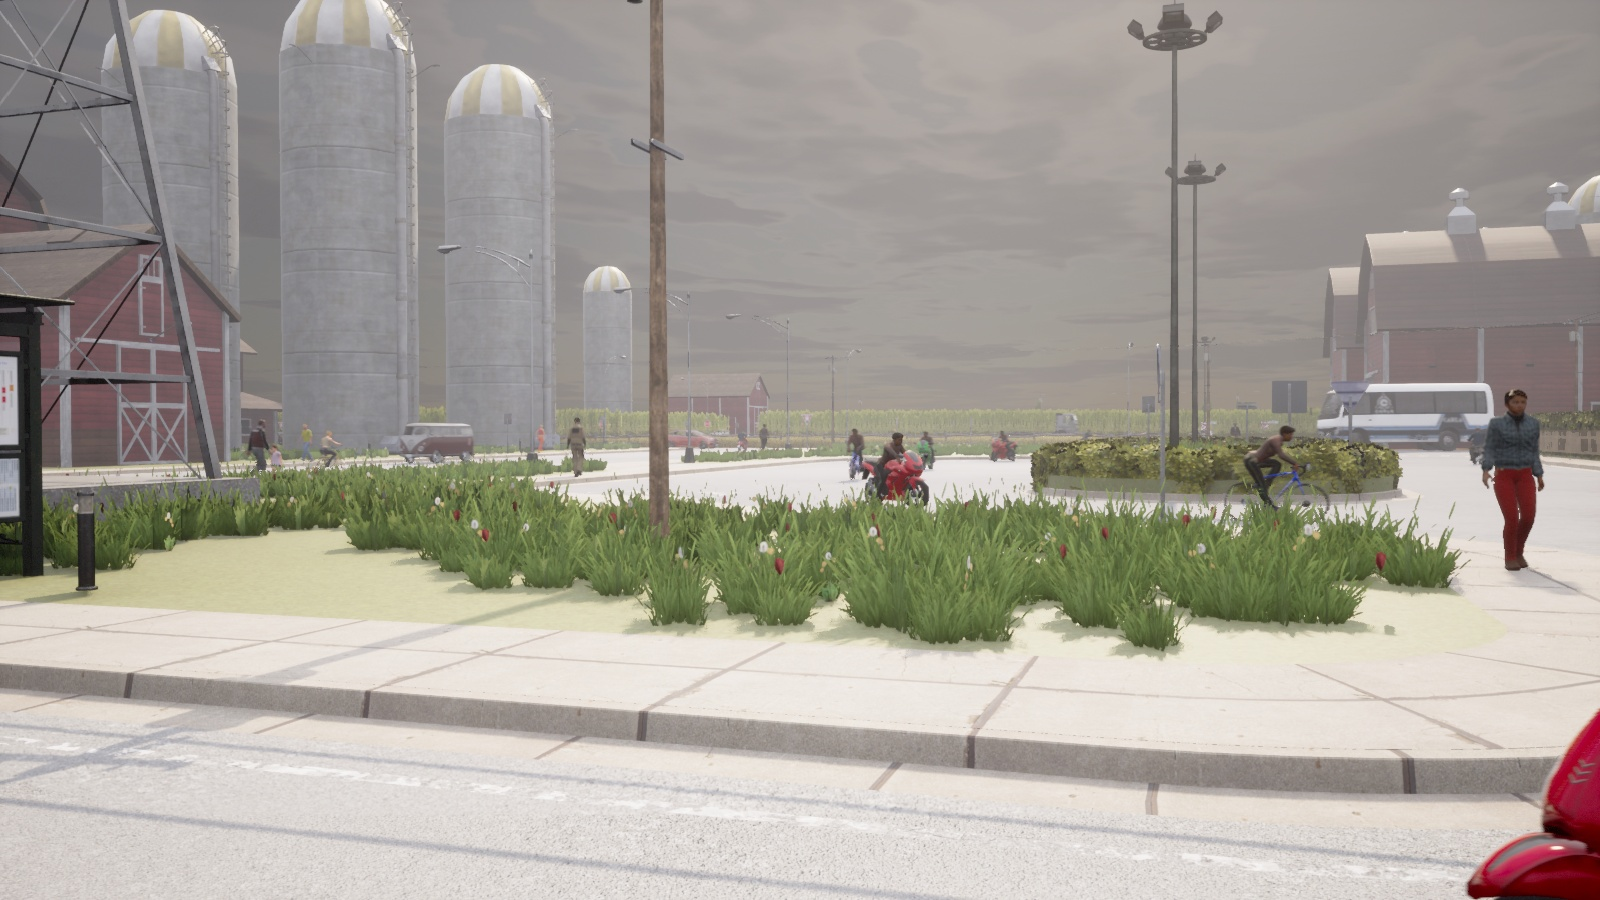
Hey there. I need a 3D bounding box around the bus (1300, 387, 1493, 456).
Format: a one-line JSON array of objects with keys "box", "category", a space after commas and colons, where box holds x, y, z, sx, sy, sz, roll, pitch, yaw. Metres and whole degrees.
[{"box": [37.469, -1.757, 79.138, 10.273, 4.253, 3.944, 0, -1, -1], "category": "bus"}]

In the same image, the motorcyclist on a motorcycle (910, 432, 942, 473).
[{"box": [4.788, 0.062, 47.773, 0.797, 1.523, 2.044, 0, 1, 18], "category": "motorcyclist on a motorcycle"}]

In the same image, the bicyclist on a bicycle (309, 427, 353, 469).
[{"box": [-18.327, -0.092, 49.138, 0.866, 1.612, 1.509, 1, 1, 18], "category": "bicyclist on a bicycle"}]

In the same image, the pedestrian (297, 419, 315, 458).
[{"box": [-23.114, -0.546, 58.783, 0.354, 1.836, 0.706, 1, 1, 32], "category": "pedestrian"}]

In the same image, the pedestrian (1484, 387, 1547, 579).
[{"box": [7.030, 0.310, 12.356, 0.353, 1.847, 0.614, 0, 1, 12], "category": "pedestrian"}]

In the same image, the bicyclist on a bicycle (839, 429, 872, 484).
[{"box": [1.687, 0.174, 38.229, 0.582, 1.620, 1.656, 1, 1, 18], "category": "bicyclist on a bicycle"}]

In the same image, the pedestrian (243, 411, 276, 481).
[{"box": [-14.378, -0.107, 33.410, 0.376, 1.854, 0.720, 1, 1, 38], "category": "pedestrian"}]

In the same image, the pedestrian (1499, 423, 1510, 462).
[{"box": [34.369, -0.370, 61.271, 0.353, 1.847, 0.614, 1, 1, 18], "category": "pedestrian"}]

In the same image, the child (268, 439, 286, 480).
[{"box": [-14.410, 0.254, 34.603, 0.255, 1.110, 0.394, 1, 1, 24], "category": "child"}]

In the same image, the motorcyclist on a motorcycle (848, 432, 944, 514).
[{"box": [1.868, 0.421, 24.693, 0.797, 1.523, 2.044, -1, 1, -33], "category": "motorcyclist on a motorcycle"}]

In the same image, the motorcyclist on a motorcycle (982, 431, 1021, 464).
[{"box": [9.609, -0.113, 59.793, 0.797, 1.523, 2.044, 4, 3, 44], "category": "motorcyclist on a motorcycle"}]

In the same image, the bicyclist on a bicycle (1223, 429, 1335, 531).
[{"box": [7.929, 0.476, 20.798, 1.656, 1.620, 0.582, 1, 1, 24], "category": "bicyclist on a bicycle"}]

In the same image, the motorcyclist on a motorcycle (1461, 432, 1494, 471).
[{"box": [28.243, 0.047, 52.375, 0.866, 1.590, 1.817, 1, 1, 18], "category": "motorcyclist on a motorcycle"}]

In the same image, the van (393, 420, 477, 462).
[{"box": [-17.938, -0.479, 61.915, 1.775, 1.987, 4.442, 1, 1, 18], "category": "van"}]

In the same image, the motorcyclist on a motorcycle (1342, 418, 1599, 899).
[{"box": [2.429, 0.740, 3.076, 1.817, 1.590, 0.866, 0, -1, -1], "category": "motorcyclist on a motorcycle"}]

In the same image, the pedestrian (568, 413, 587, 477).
[{"box": [-6.776, -0.156, 38.246, 0.396, 1.930, 0.692, 0, 1, 8], "category": "pedestrian"}]
